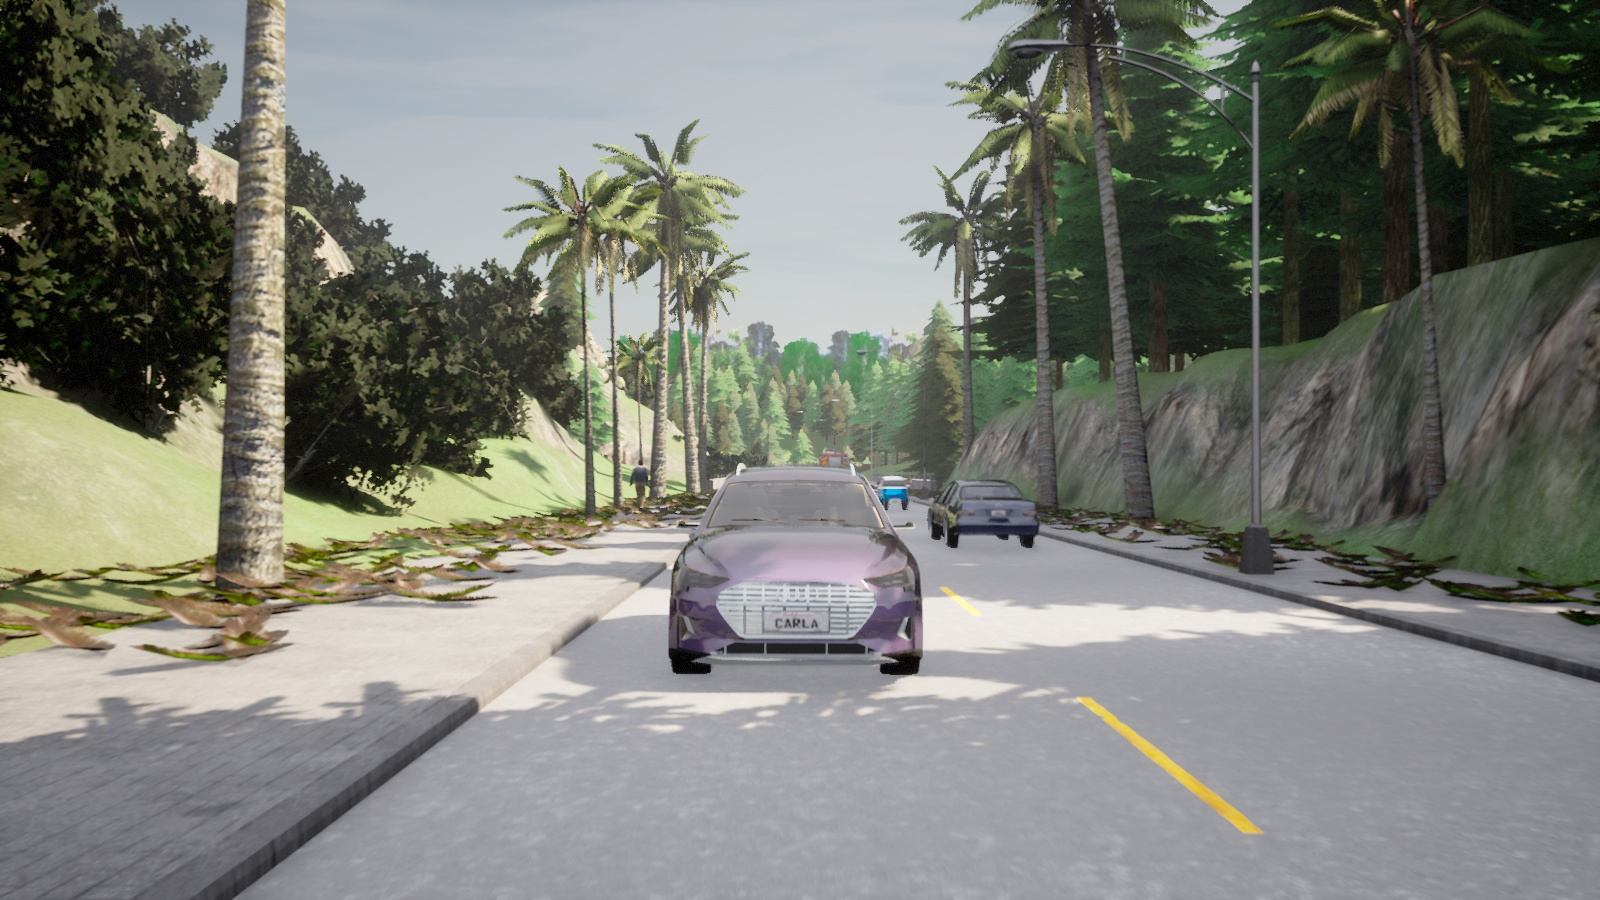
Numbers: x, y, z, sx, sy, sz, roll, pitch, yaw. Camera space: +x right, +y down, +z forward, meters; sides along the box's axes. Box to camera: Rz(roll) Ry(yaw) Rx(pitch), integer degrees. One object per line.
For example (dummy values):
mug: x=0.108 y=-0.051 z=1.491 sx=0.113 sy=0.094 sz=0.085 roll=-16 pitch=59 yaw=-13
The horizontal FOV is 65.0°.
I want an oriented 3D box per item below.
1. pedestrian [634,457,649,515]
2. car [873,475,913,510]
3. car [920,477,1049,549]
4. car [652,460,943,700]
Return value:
pedestrian: x=-5.411 y=1.222 z=42.836 sx=0.423 sy=1.949 sz=0.788 roll=0 pitch=-1 yaw=0
car: x=3.827 y=1.720 z=51.730 sx=1.481 sy=1.376 sz=2.207 roll=0 pitch=-1 yaw=0
car: x=3.924 y=1.309 z=27.649 sx=2.033 sy=1.411 sz=5.357 roll=0 pitch=-1 yaw=0
car: x=-0.033 y=0.930 z=11.243 sx=2.033 sy=1.649 sz=4.856 roll=0 pitch=0 yaw=0
